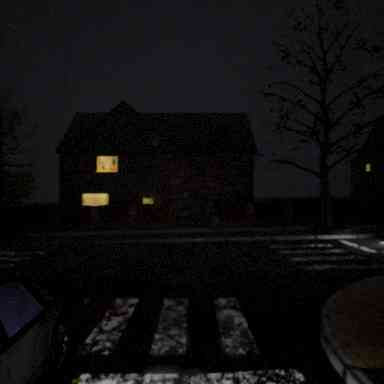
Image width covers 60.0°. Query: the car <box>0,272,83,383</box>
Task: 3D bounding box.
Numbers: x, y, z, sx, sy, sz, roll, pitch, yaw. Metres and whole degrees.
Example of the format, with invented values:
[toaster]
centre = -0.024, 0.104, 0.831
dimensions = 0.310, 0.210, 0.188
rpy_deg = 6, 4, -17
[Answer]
[car]
centre = -2.509, 1.567, 2.888
dimensions = 2.033, 1.411, 5.357
rpy_deg = 0, 0, -2
